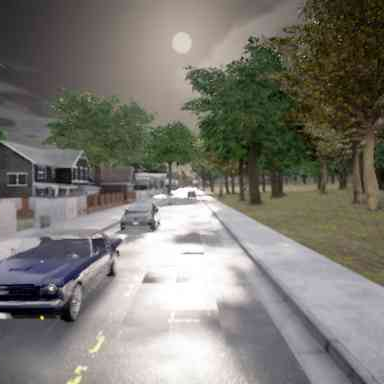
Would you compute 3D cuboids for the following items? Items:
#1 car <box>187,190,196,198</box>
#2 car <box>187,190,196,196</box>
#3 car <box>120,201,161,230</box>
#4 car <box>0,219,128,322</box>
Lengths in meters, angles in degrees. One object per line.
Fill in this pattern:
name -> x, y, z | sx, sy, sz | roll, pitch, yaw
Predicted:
car -> -0.099, 0.513, 68.122 | 2.128, 1.511, 4.902 | 0, 1, 0
car -> -0.115, 0.218, 78.537 | 2.033, 1.411, 5.357 | 0, 1, 0
car -> -2.863, 1.294, 19.268 | 1.812, 1.442, 4.674 | 0, 1, 0
car -> -2.858, 1.527, 7.197 | 1.895, 1.301, 4.718 | 0, 1, 0
